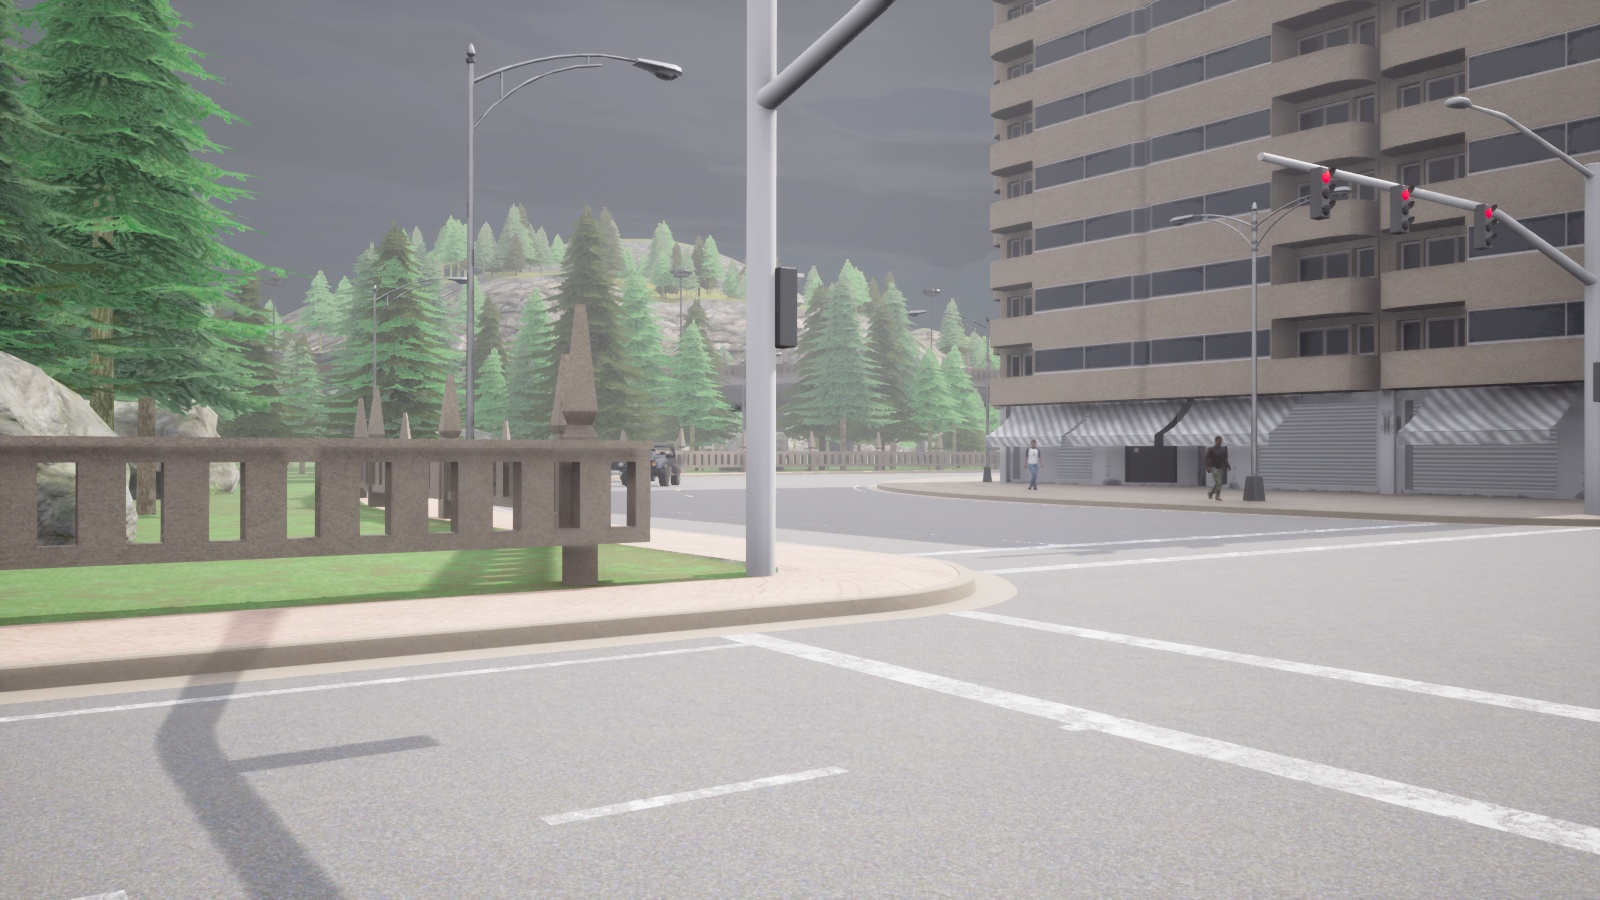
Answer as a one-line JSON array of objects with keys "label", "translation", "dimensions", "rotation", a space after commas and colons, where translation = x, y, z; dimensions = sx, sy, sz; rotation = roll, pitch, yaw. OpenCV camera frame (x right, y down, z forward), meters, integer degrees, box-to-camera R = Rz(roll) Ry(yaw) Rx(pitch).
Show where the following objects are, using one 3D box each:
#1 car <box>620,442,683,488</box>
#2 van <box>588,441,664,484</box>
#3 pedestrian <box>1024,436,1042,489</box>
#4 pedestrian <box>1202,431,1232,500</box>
[{"label": "car", "translation": [-6.334, 0.630, 53.865], "dimensions": [1.905, 1.878, 3.866], "rotation": [0, 0, 6]}, {"label": "van", "translation": [-8.528, 0.582, 61.892], "dimensions": [2.069, 2.038, 4.480], "rotation": [0, 0, 16]}, {"label": "pedestrian", "translation": [8.123, 0.433, 43.763], "dimensions": [0.354, 1.836, 0.706], "rotation": [0, 0, -15]}, {"label": "pedestrian", "translation": [11.235, 0.402, 33.837], "dimensions": [0.431, 1.840, 0.703], "rotation": [0, 0, -19]}]
